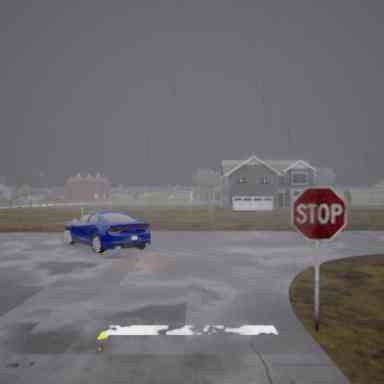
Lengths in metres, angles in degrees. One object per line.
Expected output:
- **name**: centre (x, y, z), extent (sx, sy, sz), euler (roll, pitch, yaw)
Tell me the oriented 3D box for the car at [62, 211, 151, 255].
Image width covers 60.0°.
- **car**: centre (-3.624, 1.501, 13.647), extent (1.882, 1.535, 5.008), euler (1, -1, -40)
